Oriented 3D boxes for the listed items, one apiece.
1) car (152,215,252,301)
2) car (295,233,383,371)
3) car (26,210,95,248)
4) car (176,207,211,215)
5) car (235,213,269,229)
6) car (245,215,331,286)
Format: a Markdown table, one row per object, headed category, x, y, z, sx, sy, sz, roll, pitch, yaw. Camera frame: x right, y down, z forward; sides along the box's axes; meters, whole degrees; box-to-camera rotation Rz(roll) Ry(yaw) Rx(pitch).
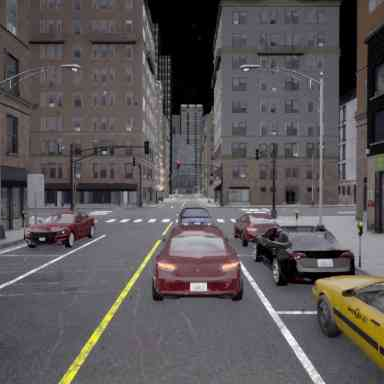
| category | x | y | z | sx | sy | sz | roll | pitch | yaw |
| --- | --- | --- | --- | --- | --- | --- | --- | --- | --- |
| car | 0.103 | 1.524 | 8.210 | 1.812 | 1.442 | 4.674 | 0 | 0 | 0 |
| car | 2.868 | 1.524 | 3.825 | 1.752 | 1.417 | 4.829 | -1 | 0 | 0 |
| car | -5.671 | 1.540 | 14.828 | 1.887 | 1.381 | 4.507 | -1 | 0 | 0 |
| car | 0.141 | 1.542 | 18.231 | 2.033 | 1.411 | 5.357 | 0 | 0 | -3 |
| car | 2.874 | 1.578 | 14.827 | 1.802 | 1.307 | 4.206 | -1 | 0 | 0 |
| car | 2.871 | 1.563 | 9.241 | 1.947 | 1.339 | 4.313 | -1 | 0 | 0 |
